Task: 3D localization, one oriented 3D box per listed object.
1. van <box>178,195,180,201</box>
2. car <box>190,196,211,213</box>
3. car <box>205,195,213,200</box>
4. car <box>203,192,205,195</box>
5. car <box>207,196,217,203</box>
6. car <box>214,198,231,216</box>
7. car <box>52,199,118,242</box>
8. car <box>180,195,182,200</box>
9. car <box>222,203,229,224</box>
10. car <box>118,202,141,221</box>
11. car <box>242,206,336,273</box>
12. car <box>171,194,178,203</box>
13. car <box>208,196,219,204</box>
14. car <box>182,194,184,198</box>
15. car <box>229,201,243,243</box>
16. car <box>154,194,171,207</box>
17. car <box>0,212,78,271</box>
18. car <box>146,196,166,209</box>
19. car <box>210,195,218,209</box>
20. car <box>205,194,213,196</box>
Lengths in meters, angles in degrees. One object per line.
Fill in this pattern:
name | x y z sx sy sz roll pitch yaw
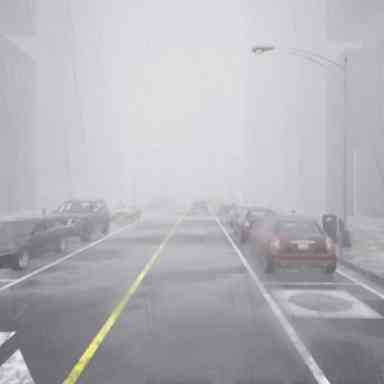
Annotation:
van | -4.198 1.305 75.948 1.690 1.788 3.998 0 0 1
car | 0.862 1.488 37.505 1.837 1.490 4.892 0 0 1
car | 4.666 1.568 92.026 1.947 1.339 4.313 0 0 1
car | 4.438 1.316 81.178 2.192 1.841 5.009 0 0 1
car | 4.211 1.548 70.330 2.008 1.369 4.403 0 0 1
car | 3.415 1.540 32.363 1.887 1.381 4.507 0 0 1
car | -5.448 1.282 16.274 2.192 1.841 5.009 0 0 1
car | -4.085 1.405 81.373 1.967 1.590 4.097 0 0 1
car | 3.188 1.582 21.516 1.802 1.307 4.206 0 0 1
car | -5.224 1.487 26.954 1.752 1.417 4.829 0 0 1
car | 2.961 1.446 10.668 1.967 1.590 4.097 0 0 1
car | -4.426 1.505 65.098 1.887 1.381 4.507 0 0 1
car | 4.096 1.540 64.907 1.887 1.381 4.507 0 0 1
car | -3.857 1.548 92.223 1.802 1.307 4.206 0 0 1
car | 3.075 1.443 16.092 1.967 1.590 4.097 0 0 1
car | -4.767 1.272 48.823 2.192 1.841 5.009 0 0 1
car | -5.562 1.536 10.850 1.947 1.339 4.313 0 0 1
car | -4.880 1.539 43.399 1.802 1.307 4.206 0 0 1
car | 3.646 1.518 43.381 1.752 1.417 4.829 0 0 1
car | 3.477 1.469 54.342 1.882 1.535 5.008 0 0 1
